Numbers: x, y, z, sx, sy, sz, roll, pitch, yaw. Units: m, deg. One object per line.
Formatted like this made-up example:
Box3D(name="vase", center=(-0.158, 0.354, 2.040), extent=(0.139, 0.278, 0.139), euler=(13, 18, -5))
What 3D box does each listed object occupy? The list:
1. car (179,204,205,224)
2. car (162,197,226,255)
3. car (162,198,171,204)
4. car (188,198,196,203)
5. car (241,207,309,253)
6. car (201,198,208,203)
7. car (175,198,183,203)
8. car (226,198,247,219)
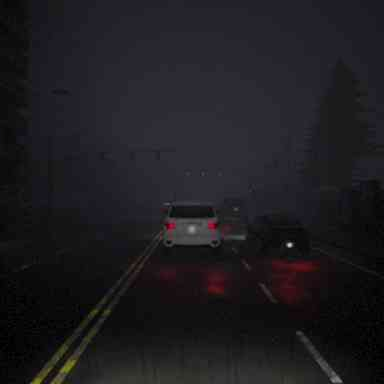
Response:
Box3D(name="car", center=(-0.009, 1.823, 28.994), extent=(2.033, 1.411, 5.357), euler=(0, -1, 0))
Box3D(name="car", center=(-0.004, 1.351, 14.020), extent=(2.150, 2.045, 5.566), euler=(0, 0, 0))
Box3D(name="car", center=(-7.034, 2.397, 91.878), extent=(2.128, 1.511, 4.902), euler=(0, -1, 0))
Box3D(name="car", center=(-0.034, 2.380, 92.734), extent=(2.128, 1.511, 4.902), euler=(0, -1, 0))
Box3D(name="car", center=(3.501, 1.644, 14.312), extent=(1.837, 1.490, 4.892), euler=(0, 0, 0))
Box3D(name="car", center=(3.466, 2.388, 93.007), extent=(1.812, 1.442, 4.674), euler=(0, -1, 0))
Box3D(name="car", center=(-3.534, 2.425, 91.879), extent=(1.994, 1.385, 4.181), euler=(0, -1, 0))
Box3D(name="car", center=(3.491, 1.493, 29.024), extent=(2.150, 2.045, 5.566), euler=(0, 0, 0))
